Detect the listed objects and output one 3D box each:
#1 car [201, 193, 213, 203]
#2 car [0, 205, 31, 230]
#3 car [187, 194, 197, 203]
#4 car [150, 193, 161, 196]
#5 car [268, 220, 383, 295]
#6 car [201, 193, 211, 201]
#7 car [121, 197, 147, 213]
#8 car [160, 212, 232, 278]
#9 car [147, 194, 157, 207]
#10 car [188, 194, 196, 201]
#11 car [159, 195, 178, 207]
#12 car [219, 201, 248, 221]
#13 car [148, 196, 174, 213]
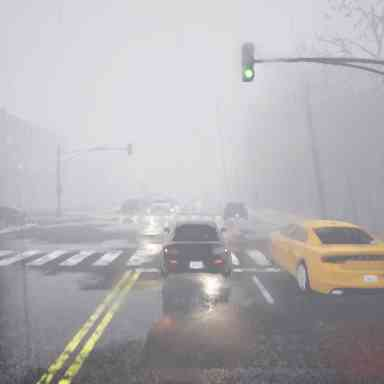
[{"bbox_3d":[3.248,1.492,66.110,2.033,1.411,5.357,0,0,0],"label":"car"},{"bbox_3d":[-12.851,1.608,21.417,4.674,1.442,1.812,-1,0,6],"label":"car"},{"bbox_3d":[-0.001,1.545,66.556,1.895,1.301,4.718,0,0,0],"label":"car"},{"bbox_3d":[-6.500,1.174,57.991,2.150,2.045,5.566,0,0,0],"label":"car"},{"bbox_3d":[3.350,1.472,8.720,1.882,1.535,5.008,0,0,0],"label":"car"},{"bbox_3d":[3.249,1.122,76.498,2.097,1.767,4.553,0,0,0],"label":"car"},{"bbox_3d":[-6.587,1.449,36.989,1.882,1.535,5.008,0,0,0],"label":"car"},{"bbox_3d":[0.099,1.519,9.973,1.812,1.442,4.674,0,0,0],"label":"car"},{"bbox_3d":[-6.570,1.440,47.369,1.882,1.535,5.008,0,0,0],"label":"car"},{"bbox_3d":[-0.001,1.244,76.528,1.882,1.535,5.008,0,0,0],"label":"car"},{"bbox_3d":[-3.331,1.489,46.362,1.812,1.442,4.674,0,0,1],"label":"car"},{"bbox_3d":[3.352,1.485,27.151,1.837,1.490,4.892,0,0,0],"label":"car"},{"bbox_3d":[-3.337,1.498,36.313,1.812,1.442,4.674,0,0,0],"label":"car"}]
